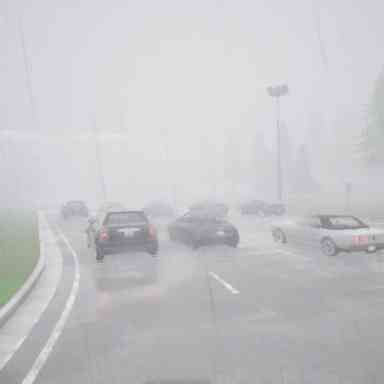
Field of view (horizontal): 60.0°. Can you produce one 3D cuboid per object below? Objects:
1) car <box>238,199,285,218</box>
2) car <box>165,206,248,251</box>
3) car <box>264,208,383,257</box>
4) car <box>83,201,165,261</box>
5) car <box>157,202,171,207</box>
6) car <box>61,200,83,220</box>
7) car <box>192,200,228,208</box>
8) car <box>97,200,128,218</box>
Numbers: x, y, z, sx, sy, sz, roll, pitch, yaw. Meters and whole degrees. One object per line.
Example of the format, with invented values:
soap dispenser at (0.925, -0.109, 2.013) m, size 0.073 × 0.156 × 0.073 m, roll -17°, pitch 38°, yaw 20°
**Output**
car at (5.757, 1.311, 28.145) m, size 1.882 × 1.535 × 5.008 m, roll -1°, pitch 0°, yaw -25°
car at (0.323, 1.532, 14.256) m, size 1.994 × 1.385 × 4.181 m, roll -1°, pitch 0°, yaw -21°
car at (4.888, 1.480, 12.464) m, size 1.895 × 1.301 × 4.718 m, roll -1°, pitch 0°, yaw -19°
car at (-2.825, 1.388, 12.809) m, size 2.097 × 1.767 × 4.553 m, roll -1°, pitch 0°, yaw -22°
car at (-3.275, 1.576, 30.915) m, size 1.994 × 1.385 × 4.181 m, roll -1°, pitch 0°, yaw -25°
car at (-10.784, 1.517, 30.463) m, size 2.097 × 1.767 × 4.553 m, roll -1°, pitch 0°, yaw -25°
car at (1.400, 1.412, 29.146) m, size 2.128 × 1.511 × 4.902 m, roll -1°, pitch 0°, yaw -25°
car at (-7.857, 1.580, 32.478) m, size 1.882 × 1.535 × 5.008 m, roll -1°, pitch 0°, yaw -25°
